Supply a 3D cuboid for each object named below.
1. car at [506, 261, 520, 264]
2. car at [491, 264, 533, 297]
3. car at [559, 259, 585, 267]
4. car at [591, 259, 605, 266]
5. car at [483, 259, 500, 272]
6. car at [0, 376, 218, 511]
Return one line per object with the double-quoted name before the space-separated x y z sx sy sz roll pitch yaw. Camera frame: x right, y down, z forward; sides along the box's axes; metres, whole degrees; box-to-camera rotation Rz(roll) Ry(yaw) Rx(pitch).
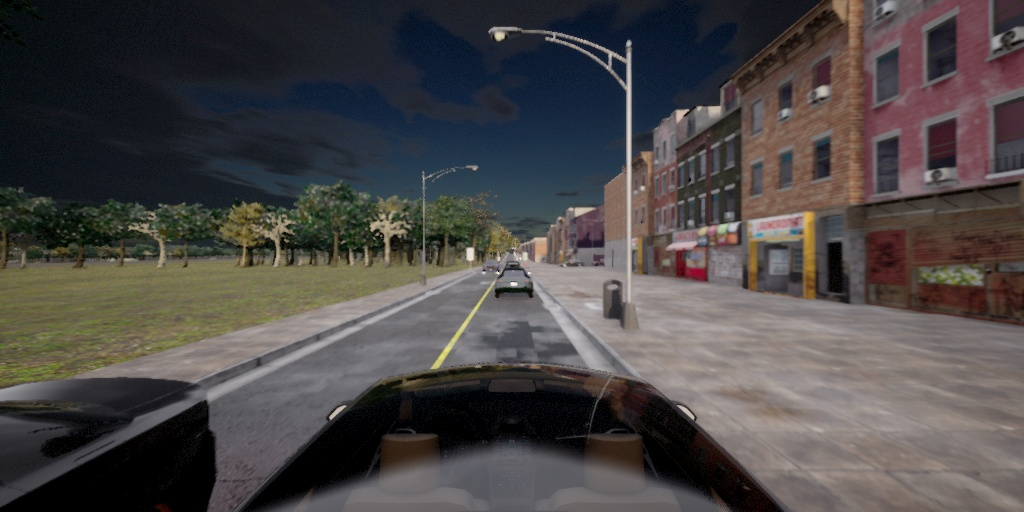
"car" 0.103 1.305 38.838 1.837 1.490 4.892 0 0 0
"car" 0.100 1.333 19.301 1.994 1.385 4.181 0 0 0
"car" 10.451 1.237 62.750 4.403 1.370 2.007 0 0 0
"car" 15.982 1.149 62.747 4.207 1.307 1.802 0 0 0
"car" -2.749 1.195 48.311 2.097 1.767 4.553 0 0 0
"car" -2.851 1.228 0.209 1.882 1.535 5.008 0 0 0
